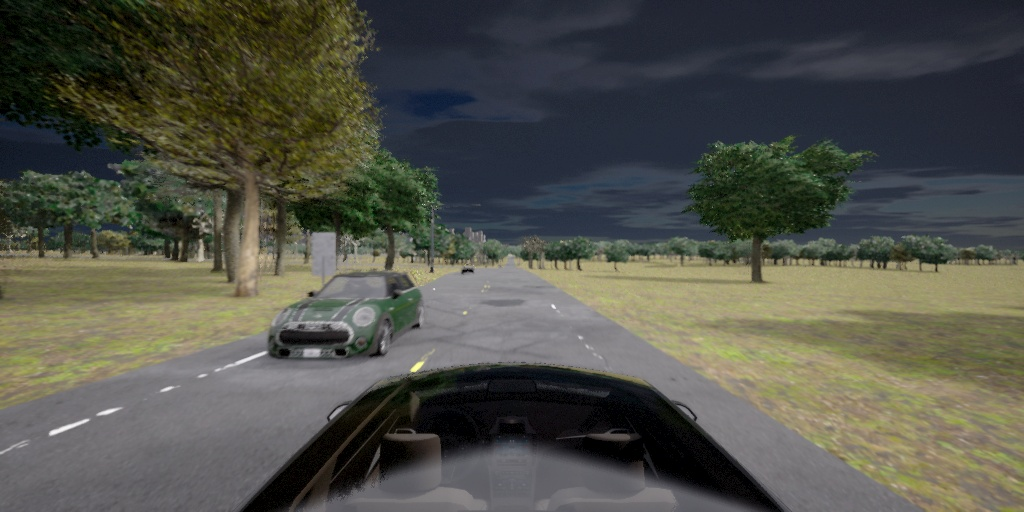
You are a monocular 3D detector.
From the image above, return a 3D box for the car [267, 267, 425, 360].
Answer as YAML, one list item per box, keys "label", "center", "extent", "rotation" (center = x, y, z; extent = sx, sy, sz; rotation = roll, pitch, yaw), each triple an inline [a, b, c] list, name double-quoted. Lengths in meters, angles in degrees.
- label: "car"
  center: [-3.608, 1.172, 8.703]
  extent: [2.097, 1.767, 4.553]
  rotation: [0, -1, 0]

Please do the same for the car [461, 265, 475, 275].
- label: "car"
  center: [-6.368, 2.015, 52.040]
  extent: [1.895, 1.301, 4.718]
  rotation: [0, -1, -5]
